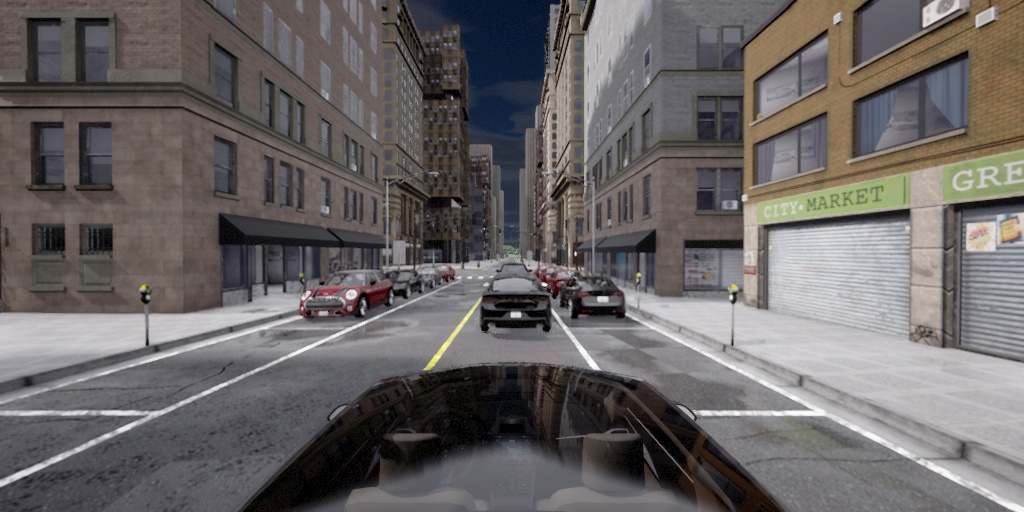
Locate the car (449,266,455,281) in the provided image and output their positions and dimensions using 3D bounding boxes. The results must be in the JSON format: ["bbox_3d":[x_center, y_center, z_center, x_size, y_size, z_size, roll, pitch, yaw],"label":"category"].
[{"bbox_3d":[-5.748,1.420,29.459,1.888,1.381,4.507,0,0,0],"label":"car"}]

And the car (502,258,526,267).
[{"bbox_3d":[0.112,1.187,20.974,2.097,1.767,4.553,0,0,0],"label":"car"}]

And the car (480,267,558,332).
[{"bbox_3d":[0.104,1.269,11.125,1.882,1.535,5.008,0,0,0],"label":"car"}]

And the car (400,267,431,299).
[{"bbox_3d":[-5.755,1.390,18.449,1.948,1.339,4.313,0,0,0],"label":"car"}]

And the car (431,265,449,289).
[{"bbox_3d":[-5.751,1.400,23.954,2.007,1.370,4.403,0,0,0],"label":"car"}]

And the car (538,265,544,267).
[{"bbox_3d":[2.774,1.395,23.948,1.888,1.381,4.507,0,0,0],"label":"car"}]

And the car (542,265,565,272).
[{"bbox_3d":[2.771,1.369,18.443,1.888,1.381,4.507,0,0,0],"label":"car"}]

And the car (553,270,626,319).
[{"bbox_3d":[2.768,1.365,12.939,1.948,1.339,4.313,0,0,0],"label":"car"}]

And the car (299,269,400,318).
[{"bbox_3d":[-5.758,1.239,12.943,1.967,1.591,4.097,0,0,0],"label":"car"}]
